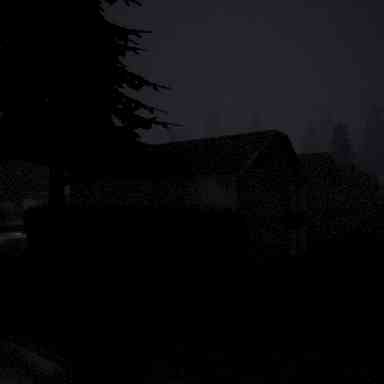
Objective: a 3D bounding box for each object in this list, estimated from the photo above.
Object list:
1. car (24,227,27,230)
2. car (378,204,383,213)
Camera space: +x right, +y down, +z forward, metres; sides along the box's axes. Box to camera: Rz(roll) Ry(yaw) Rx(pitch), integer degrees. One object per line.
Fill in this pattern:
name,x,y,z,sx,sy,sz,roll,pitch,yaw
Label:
car,-9.422,1.867,23.745,2.097,1.767,4.553,-1,-1,36
car,22.611,2.038,41.483,4.902,1.511,2.128,-1,-1,29
